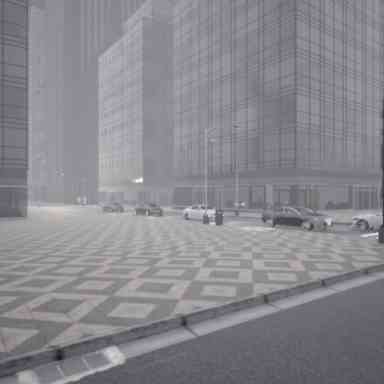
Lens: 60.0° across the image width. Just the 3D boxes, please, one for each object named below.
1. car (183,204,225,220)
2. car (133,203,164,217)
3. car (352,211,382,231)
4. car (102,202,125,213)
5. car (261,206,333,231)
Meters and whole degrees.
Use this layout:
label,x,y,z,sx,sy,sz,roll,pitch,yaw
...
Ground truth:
label,x,y,z,sx,sy,sz,roll,pitch,yaw
car,0.951,1.860,29.957,1.812,1.442,4.674,0,-1,-36
car,-5.088,1.998,38.293,1.837,1.490,4.892,0,-1,-36
car,12.159,1.633,19.936,4.674,1.442,1.812,-1,0,44
car,-11.156,2.160,46.732,1.837,1.490,4.892,0,-1,-35
car,6.784,1.674,21.901,2.128,1.511,4.902,0,-1,-35
